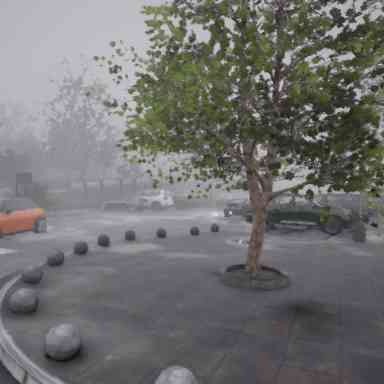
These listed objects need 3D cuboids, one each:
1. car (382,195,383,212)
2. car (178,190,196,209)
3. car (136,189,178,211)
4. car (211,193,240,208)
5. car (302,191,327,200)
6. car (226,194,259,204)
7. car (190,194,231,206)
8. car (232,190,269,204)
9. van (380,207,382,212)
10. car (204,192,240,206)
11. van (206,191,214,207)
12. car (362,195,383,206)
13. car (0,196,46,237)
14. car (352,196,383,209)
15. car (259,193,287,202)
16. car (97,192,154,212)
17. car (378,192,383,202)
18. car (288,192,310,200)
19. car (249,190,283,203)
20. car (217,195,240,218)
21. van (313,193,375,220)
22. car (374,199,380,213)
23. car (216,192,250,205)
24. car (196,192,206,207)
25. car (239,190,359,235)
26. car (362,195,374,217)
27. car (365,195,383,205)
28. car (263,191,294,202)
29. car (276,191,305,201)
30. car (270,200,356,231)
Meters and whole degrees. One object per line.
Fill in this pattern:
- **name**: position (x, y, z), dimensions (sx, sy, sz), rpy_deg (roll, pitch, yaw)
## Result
- **car**: position (19.412, 1.250, 37.643), dimensions (4.553, 1.767, 2.185), rpy_deg (2, 1, 15)
- **car**: position (-2.831, 0.766, 35.584), dimensions (5.566, 2.045, 2.435), rpy_deg (0, 0, 15)
- **car**: position (-4.635, 0.765, 33.112), dimensions (5.566, 2.045, 2.435), rpy_deg (0, 1, 15)
- **car**: position (4.456, 1.132, 35.754), dimensions (1.882, 1.535, 5.008), rpy_deg (1, 1, 36)
- **car**: position (30.330, 0.772, 82.417), dimensions (5.566, 2.045, 2.435), rpy_deg (0, 1, 15)
- **car**: position (7.659, 1.051, 50.362), dimensions (4.792, 1.488, 2.163), rpy_deg (0, 0, 15)
- **car**: position (2.379, 1.021, 42.982), dimensions (4.892, 1.521, 2.231), rpy_deg (0, 0, 15)
- **car**: position (9.350, 0.770, 52.842), dimensions (5.566, 2.045, 2.435), rpy_deg (0, 1, 15)
- **van**: position (14.365, 1.151, 30.381), dimensions (4.442, 1.987, 1.878), rpy_deg (2, 1, 15)
- **car**: position (4.164, 0.895, 45.419), dimensions (4.553, 1.767, 2.185), rpy_deg (0, 1, 15)
- **van**: position (0.524, 0.793, 40.537), dimensions (4.442, 1.987, 1.878), rpy_deg (0, 0, 15)
- **car**: position (29.830, 1.378, 52.095), dimensions (5.366, 1.575, 1.946), rpy_deg (2, 1, 15)
- **car**: position (-8.247, 1.045, 13.986), dimensions (2.097, 1.767, 4.553), rpy_deg (1, 1, 11)
- **car**: position (24.485, 1.404, 44.896), dimensions (4.792, 1.488, 2.163), rpy_deg (2, 1, 15)
- **car**: position (14.628, 1.023, 60.218), dimensions (4.892, 1.521, 2.231), rpy_deg (0, 1, 15)
- **car**: position (-6.385, 1.044, 30.645), dimensions (4.792, 1.488, 2.163), rpy_deg (0, 1, 15)
- **car**: position (43.379, 1.126, 71.438), dimensions (5.566, 2.045, 2.435), rpy_deg (2, 1, 15)
- **car**: position (23.336, 0.897, 72.563), dimensions (4.553, 1.767, 2.185), rpy_deg (0, 0, 15)
- **car**: position (12.906, 0.771, 57.753), dimensions (5.566, 2.045, 2.435), rpy_deg (0, 0, 15)
- **car**: position (4.245, 1.265, 26.484), dimensions (1.837, 1.490, 4.892), rpy_deg (1, 1, 35)
- **van**: position (12.653, 1.150, 27.968), dimensions (4.442, 1.987, 1.878), rpy_deg (2, 1, 15)
- **car**: position (10.801, 1.118, 25.582), dimensions (5.566, 2.045, 2.435), rpy_deg (2, 1, 15)
- **car**: position (5.909, 0.896, 47.895), dimensions (4.553, 1.767, 2.185), rpy_deg (0, 1, 15)
- **car**: position (-1.142, 0.892, 38.061), dimensions (4.553, 1.767, 2.185), rpy_deg (0, 0, 15)
- **car**: position (5.721, 1.117, 18.343), dimensions (5.566, 2.045, 2.435), rpy_deg (2, 1, 15)
- **car**: position (9.088, 1.117, 23.169), dimensions (5.566, 2.045, 2.435), rpy_deg (2, 1, 15)
- **car**: position (31.364, 1.375, 54.557), dimensions (5.008, 1.535, 2.097), rpy_deg (2, 1, 16)
- **car**: position (16.342, 0.770, 62.706), dimensions (5.566, 2.045, 2.435), rpy_deg (0, 0, 15)
- **car**: position (19.897, 0.771, 67.624), dimensions (5.566, 2.045, 2.435), rpy_deg (0, 0, 15)
- **car**: position (7.370, 1.397, 20.750), dimensions (4.792, 1.488, 2.163), rpy_deg (2, 1, 15)
